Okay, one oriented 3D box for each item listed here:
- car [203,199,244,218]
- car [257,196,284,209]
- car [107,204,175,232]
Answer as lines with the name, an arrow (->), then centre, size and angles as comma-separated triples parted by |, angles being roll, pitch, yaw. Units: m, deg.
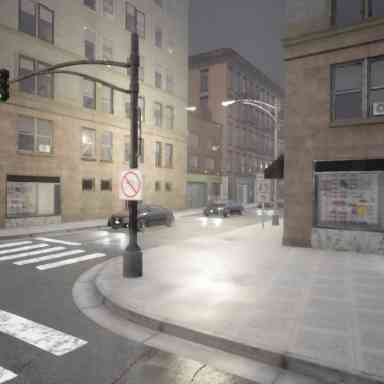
car -> 2.656, 1.285, 27.363 | 1.994, 1.385, 4.181 | 1, 1, 35
car -> 8.703, 1.168, 36.478 | 1.994, 1.385, 4.181 | 1, 1, 34
car -> -2.823, 1.388, 19.119 | 1.994, 1.385, 4.181 | 1, 1, 33
